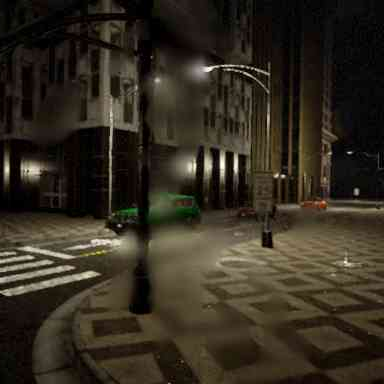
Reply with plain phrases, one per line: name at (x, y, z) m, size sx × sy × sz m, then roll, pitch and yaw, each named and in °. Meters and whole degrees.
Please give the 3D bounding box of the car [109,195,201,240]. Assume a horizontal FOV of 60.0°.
car at (-1.723, 1.205, 17.487) m, size 2.150 × 2.045 × 5.566 m, roll 1°, pitch 0°, yaw 35°

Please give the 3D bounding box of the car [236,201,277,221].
car at (5.418, 1.502, 27.623) m, size 1.882 × 1.535 × 5.008 m, roll 1°, pitch 1°, yaw 35°

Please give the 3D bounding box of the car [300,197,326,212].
car at (15.013, 1.423, 41.147) m, size 2.097 × 1.767 × 4.553 m, roll 1°, pitch 1°, yaw 36°
